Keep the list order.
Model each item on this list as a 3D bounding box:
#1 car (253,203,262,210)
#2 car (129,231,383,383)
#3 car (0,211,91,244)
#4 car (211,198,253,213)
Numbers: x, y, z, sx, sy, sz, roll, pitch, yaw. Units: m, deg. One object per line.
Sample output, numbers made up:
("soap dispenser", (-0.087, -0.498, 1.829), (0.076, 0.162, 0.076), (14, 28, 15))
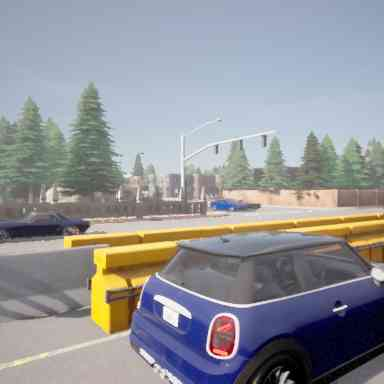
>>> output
("car", (6.336, 1.601, 41.227), (1.895, 1.301, 4.718), (0, 0, -36))
("car", (1.502, 1.352, 4.797), (4.553, 1.767, 2.097), (0, 0, -35))
("car", (-7.444, 1.601, 15.843), (4.718, 1.301, 1.895), (0, 0, -35))
("car", (4.181, 1.478, 38.141), (1.882, 1.535, 5.008), (0, 0, -35))
